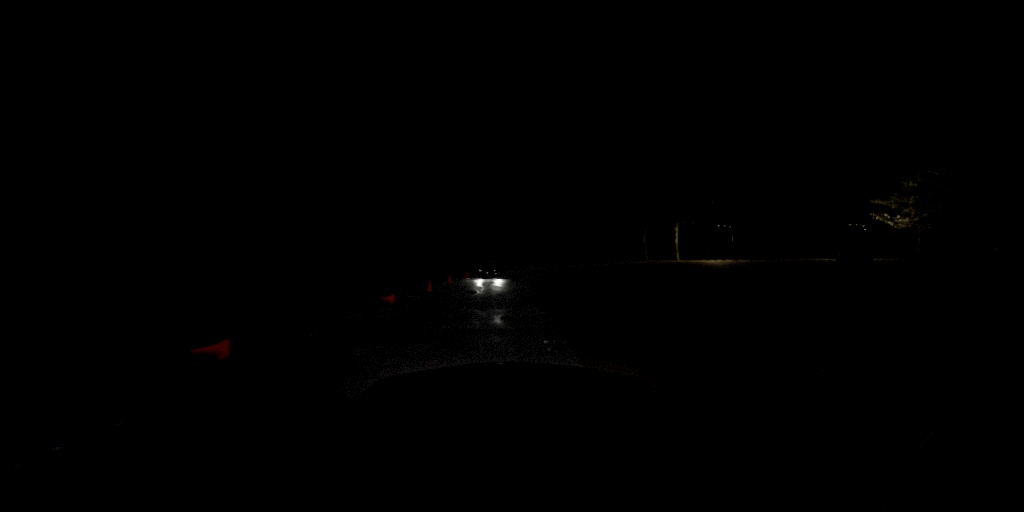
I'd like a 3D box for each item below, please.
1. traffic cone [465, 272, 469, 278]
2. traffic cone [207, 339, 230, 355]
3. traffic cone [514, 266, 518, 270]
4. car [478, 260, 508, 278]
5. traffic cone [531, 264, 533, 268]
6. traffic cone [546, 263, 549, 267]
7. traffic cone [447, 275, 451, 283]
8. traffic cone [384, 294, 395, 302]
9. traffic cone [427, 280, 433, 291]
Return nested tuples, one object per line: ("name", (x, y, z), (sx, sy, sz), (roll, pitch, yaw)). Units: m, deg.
("traffic cone", (-3.764, 1.535, 29.978), (0.340, 0.580, 0.340), (0, 0, 9))
("traffic cone", (-5.585, 1.525, 6.975), (0.340, 0.580, 0.340), (0, 0, -11))
("traffic cone", (0.494, 1.407, 44.958), (0.340, 0.580, 0.340), (0, 0, 23))
("car", (-1.528, 1.071, 30.567), (1.837, 1.490, 4.892), (-1, 0, 10))
("traffic cone", (2.721, 1.360, 49.661), (0.340, 0.580, 0.340), (0, 0, 28))
("traffic cone", (5.328, 1.311, 54.164), (0.340, 0.580, 0.340), (0, 0, 32))
("traffic cone", (-4.344, 1.575, 24.807), (0.340, 0.580, 0.340), (0, 0, 4))
("traffic cone", (-4.901, 1.473, 14.713), (0.340, 0.580, 0.340), (0, 0, 15))
("traffic cone", (-4.497, 1.611, 19.624), (0.340, 0.580, 0.340), (0, 0, 0))
